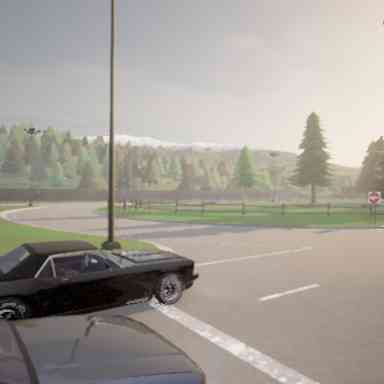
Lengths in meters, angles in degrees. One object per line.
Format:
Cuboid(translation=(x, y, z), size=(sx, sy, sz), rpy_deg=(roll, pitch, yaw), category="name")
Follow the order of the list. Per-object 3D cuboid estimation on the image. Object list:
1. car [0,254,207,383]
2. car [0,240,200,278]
Cuboid(translation=(-2.404, 1.541, 2.034), size=(5.357, 1.411, 2.033), rpy_deg=(1, 0, -35), category="car")
Cuboid(translation=(-2.184, 1.615, 6.487), size=(4.718, 1.301, 1.895), rpy_deg=(0, 0, -35), category="car")
